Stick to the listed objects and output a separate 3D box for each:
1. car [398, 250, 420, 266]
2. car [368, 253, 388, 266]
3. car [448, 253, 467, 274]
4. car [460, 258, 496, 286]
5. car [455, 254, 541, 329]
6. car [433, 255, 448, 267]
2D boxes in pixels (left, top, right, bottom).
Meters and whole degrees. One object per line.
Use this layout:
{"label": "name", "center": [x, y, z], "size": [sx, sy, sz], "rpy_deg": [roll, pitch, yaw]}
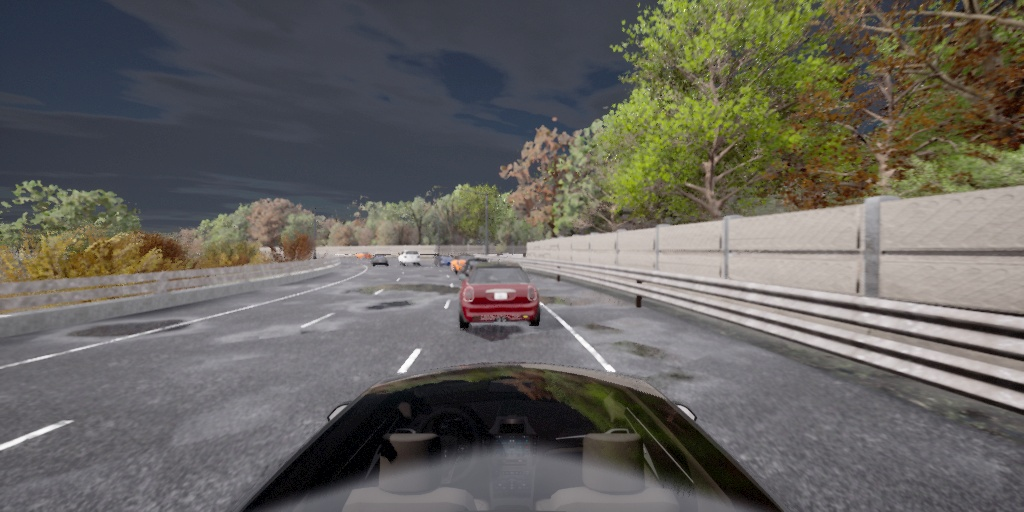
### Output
{"label": "car", "center": [-13.497, 0.243, 46.988], "size": [2.150, 2.045, 5.566], "rpy_deg": [0, 1, -24]}
{"label": "car", "center": [-17.530, 0.587, 47.307], "size": [1.994, 1.385, 4.181], "rpy_deg": [0, 1, -25]}
{"label": "car", "center": [-4.226, 0.609, 31.853], "size": [2.097, 1.767, 4.553], "rpy_deg": [0, 1, -15]}
{"label": "car", "center": [-2.256, 0.909, 22.837], "size": [1.837, 1.490, 4.892], "rpy_deg": [0, 1, -11]}
{"label": "car", "center": [-0.530, 0.953, 10.901], "size": [2.097, 1.767, 4.553], "rpy_deg": [0, 1, -7]}
{"label": "car", "center": [-8.289, 0.616, 43.708], "size": [2.033, 1.411, 5.357], "rpy_deg": [0, 1, -22]}
